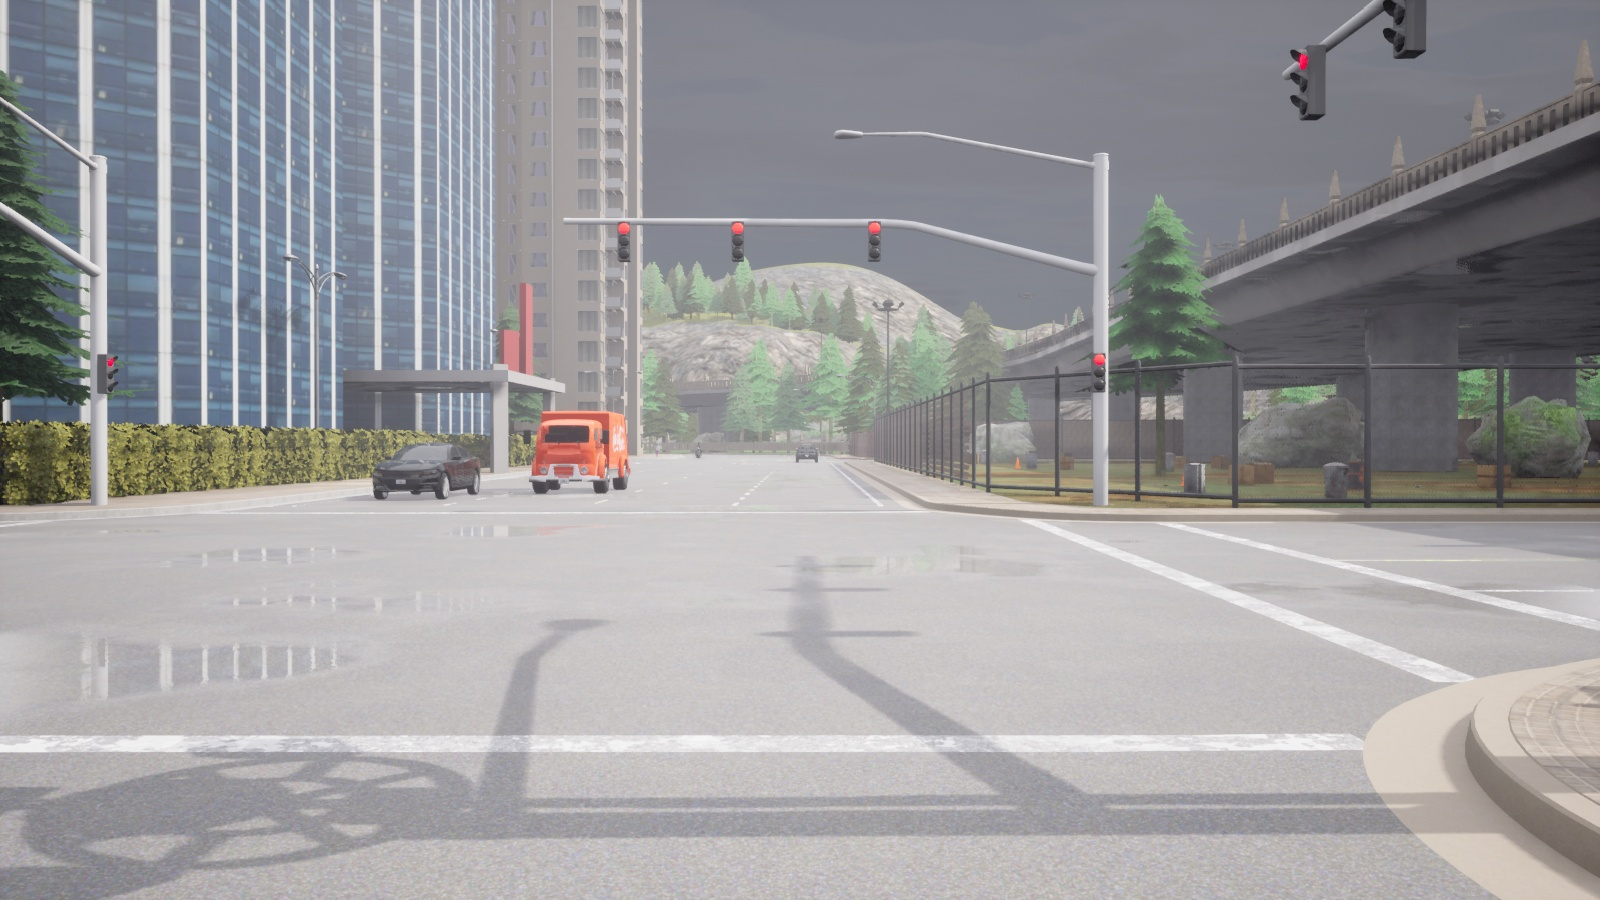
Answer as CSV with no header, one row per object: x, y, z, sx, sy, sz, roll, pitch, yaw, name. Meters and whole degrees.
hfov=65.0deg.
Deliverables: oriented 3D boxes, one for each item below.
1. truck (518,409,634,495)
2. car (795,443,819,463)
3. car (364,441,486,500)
-6.780,0.036,38.678,2.627,2.467,5.204,0,0,0,truck
0.542,0.234,99.149,1.816,1.474,4.193,0,0,0,car
-10.300,0.519,34.912,1.882,1.535,5.008,0,0,0,car
